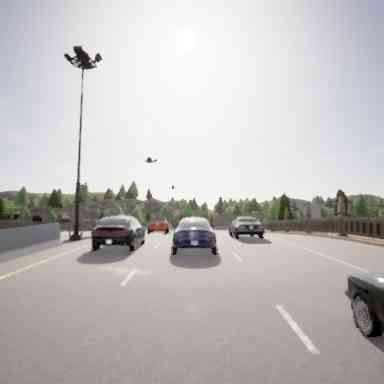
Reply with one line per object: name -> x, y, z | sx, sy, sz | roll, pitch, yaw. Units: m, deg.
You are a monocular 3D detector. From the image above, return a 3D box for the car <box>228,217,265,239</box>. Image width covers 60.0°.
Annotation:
car -> 3.599, 2.408, 22.665 | 2.033, 1.411, 5.357 | 0, -5, 0

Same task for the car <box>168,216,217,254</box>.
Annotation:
car -> 0.100, 1.881, 14.994 | 1.812, 1.442, 4.674 | 0, -3, 0

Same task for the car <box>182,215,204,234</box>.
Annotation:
car -> 0.099, 3.249, 33.253 | 2.097, 1.767, 4.553 | 0, -6, 0

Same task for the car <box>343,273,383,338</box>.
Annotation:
car -> 3.600, 1.618, 3.746 | 1.895, 1.301, 4.718 | 0, 0, 0

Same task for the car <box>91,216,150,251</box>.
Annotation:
car -> -3.400, 1.913, 16.043 | 1.837, 1.490, 4.892 | 0, -3, 0

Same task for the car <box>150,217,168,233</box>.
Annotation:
car -> -3.402, 3.429, 34.925 | 2.097, 1.767, 4.553 | 0, -6, 0
